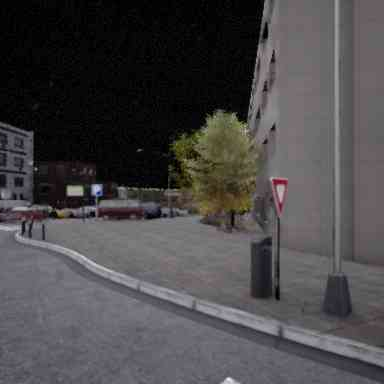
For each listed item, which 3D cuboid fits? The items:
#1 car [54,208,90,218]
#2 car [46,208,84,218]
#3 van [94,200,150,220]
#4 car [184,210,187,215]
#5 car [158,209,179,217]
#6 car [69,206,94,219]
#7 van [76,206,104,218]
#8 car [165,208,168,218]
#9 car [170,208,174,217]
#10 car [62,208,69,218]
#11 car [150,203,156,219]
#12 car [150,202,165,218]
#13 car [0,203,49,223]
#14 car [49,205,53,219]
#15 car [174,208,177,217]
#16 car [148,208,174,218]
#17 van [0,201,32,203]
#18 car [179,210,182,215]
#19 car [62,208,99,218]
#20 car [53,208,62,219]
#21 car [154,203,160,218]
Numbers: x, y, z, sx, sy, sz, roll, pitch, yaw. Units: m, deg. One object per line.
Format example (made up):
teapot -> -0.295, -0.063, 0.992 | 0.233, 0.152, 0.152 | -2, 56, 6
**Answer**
car -> -18.430, 3.272, 51.242 | 4.674, 1.452, 2.002 | 0, -4, 2
car -> -18.511, 3.091, 48.582 | 4.674, 1.452, 2.002 | 0, -4, 2
van -> -6.582, 1.767, 31.667 | 4.442, 1.987, 1.878 | 0, -3, 2
car -> -4.872, 5.664, 90.155 | 5.566, 2.045, 2.435 | 0, -4, 2
car -> -5.298, 4.839, 76.217 | 4.553, 1.767, 2.185 | 0, -4, 2
car -> -14.057, 2.623, 44.038 | 2.097, 1.767, 4.553 | 0, -4, 2
van -> -18.292, 3.577, 59.613 | 4.442, 1.987, 1.878 | 0, -4, 2
car -> -6.156, 3.094, 48.347 | 4.792, 1.488, 2.163 | 0, -4, 2
car -> -5.914, 3.251, 51.130 | 5.366, 1.575, 1.946 | 0, -4, 2
car -> -18.571, 2.891, 45.801 | 4.792, 1.488, 2.163 | 0, -4, 2
car -> -6.584, 2.169, 34.437 | 4.792, 1.488, 2.163 | 0, -3, 2
car -> -6.470, 2.243, 40.011 | 5.566, 2.045, 2.435 | 0, -4, 2
car -> -14.540, 1.893, 28.695 | 1.812, 1.442, 4.674 | 0, -2, 2
car -> -18.866, 2.288, 37.327 | 5.008, 1.535, 2.097 | 0, -3, 2
car -> -5.743, 3.631, 56.702 | 5.366, 1.575, 1.946 | 0, -4, 2
car -> -5.789, 3.889, 62.291 | 4.553, 1.767, 2.185 | 0, -4, 2
van -> -19.062, 1.897, 34.575 | 4.442, 1.987, 1.878 | 0, -3, 2
car -> -5.416, 4.783, 73.548 | 5.008, 1.535, 2.097 | 0, -4, 2
car -> -18.158, 3.428, 54.147 | 5.366, 1.575, 1.946 | 0, -4, 2
car -> -18.743, 2.348, 40.117 | 4.553, 1.767, 2.185 | 0, -4, 2
car -> -6.527, 2.312, 37.266 | 5.008, 1.535, 2.097 | 0, -4, 1
